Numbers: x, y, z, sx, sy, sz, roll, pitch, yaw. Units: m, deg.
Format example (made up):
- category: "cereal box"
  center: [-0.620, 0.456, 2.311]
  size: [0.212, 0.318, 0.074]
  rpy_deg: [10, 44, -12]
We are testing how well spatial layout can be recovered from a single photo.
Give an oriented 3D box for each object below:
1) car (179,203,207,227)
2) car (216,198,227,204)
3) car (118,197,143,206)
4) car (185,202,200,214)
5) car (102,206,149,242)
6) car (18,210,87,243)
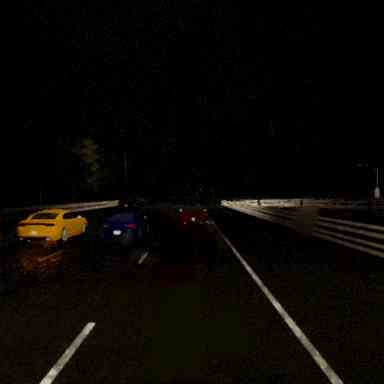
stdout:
- category: "car"
  center: [0.076, 1.728, 25.094]
  size: [1.882, 1.535, 5.008]
  rpy_deg: [0, -1, 0]
- category: "car"
  center: [7.051, 2.152, 79.786]
  size: [2.128, 1.511, 4.902]
  rpy_deg: [0, -1, -10]
- category: "car"
  center: [-6.936, 1.580, 37.719]
  size: [2.150, 2.045, 5.566]
  rpy_deg: [0, 0, 0]
- category: "car"
  center: [0.063, 1.994, 42.036]
  size: [1.895, 1.301, 4.718]
  rpy_deg: [0, 0, 0]
- category: "car"
  center: [-3.417, 1.705, 17.482]
  size: [1.812, 1.442, 4.674]
  rpy_deg: [0, -1, 0]
- category: "car"
  center: [-6.918, 1.652, 17.027]
  size: [1.882, 1.535, 5.008]
  rpy_deg: [0, -1, 0]
